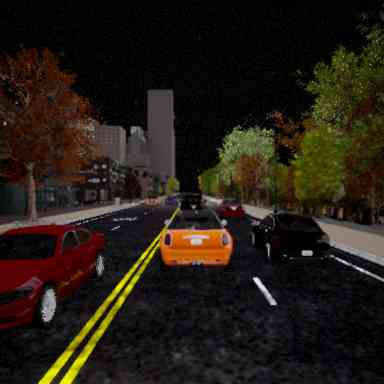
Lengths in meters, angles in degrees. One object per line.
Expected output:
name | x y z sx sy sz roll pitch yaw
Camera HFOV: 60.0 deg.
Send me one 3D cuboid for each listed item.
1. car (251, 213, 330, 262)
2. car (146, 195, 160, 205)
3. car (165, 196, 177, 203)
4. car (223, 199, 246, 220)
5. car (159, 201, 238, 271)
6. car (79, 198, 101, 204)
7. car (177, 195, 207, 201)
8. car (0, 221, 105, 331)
car | 3.386 1.521 12.145 1.837 1.490 4.892 0 0 0
car | -6.868 1.410 58.573 2.097 1.767 4.553 0 0 -1
car | -3.618 1.417 58.613 2.097 1.767 4.553 0 0 -1
car | 3.330 1.381 28.774 2.097 1.767 4.553 0 0 0
car | 0.130 1.362 11.121 2.097 1.767 4.553 0 0 0
car | -20.421 1.865 66.444 4.313 1.339 1.947 -1 1 -1
car | 0.091 1.248 28.104 2.150 2.045 5.566 0 0 0
car | -3.323 1.481 7.205 1.882 1.535 5.008 0 0 0
